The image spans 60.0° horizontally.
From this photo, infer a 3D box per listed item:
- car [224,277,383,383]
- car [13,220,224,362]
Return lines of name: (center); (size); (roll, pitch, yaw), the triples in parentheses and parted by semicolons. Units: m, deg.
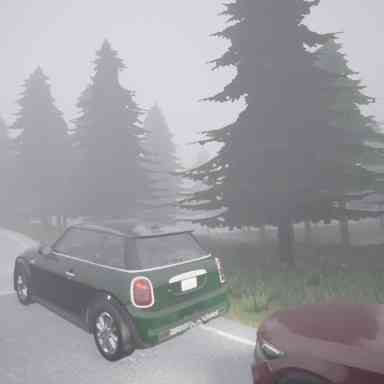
car: (2.760, 1.532, 2.589); (4.674, 1.442, 1.812); (1, 0, 36)
car: (-1.573, 1.309, 6.205); (4.553, 1.767, 2.097); (1, 1, 44)
